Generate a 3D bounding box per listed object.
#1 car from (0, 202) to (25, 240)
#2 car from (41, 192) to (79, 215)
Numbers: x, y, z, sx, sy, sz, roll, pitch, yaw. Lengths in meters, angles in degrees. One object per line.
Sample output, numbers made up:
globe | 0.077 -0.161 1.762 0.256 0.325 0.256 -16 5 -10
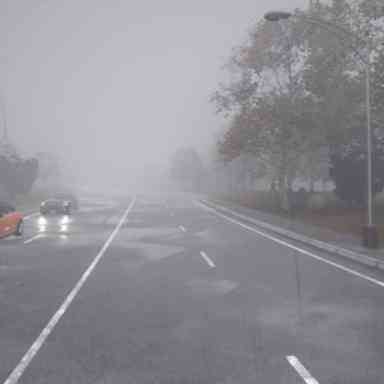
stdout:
car | -8.932 1.272 14.139 2.097 1.767 4.553 -1 1 -8
car | -10.666 0.809 27.101 2.097 1.767 4.553 -1 2 -7
